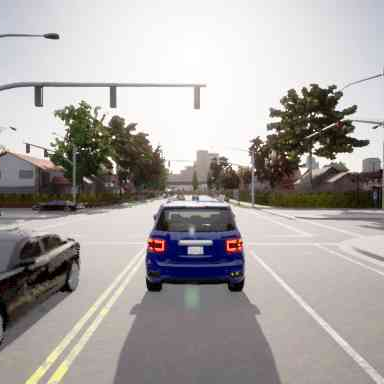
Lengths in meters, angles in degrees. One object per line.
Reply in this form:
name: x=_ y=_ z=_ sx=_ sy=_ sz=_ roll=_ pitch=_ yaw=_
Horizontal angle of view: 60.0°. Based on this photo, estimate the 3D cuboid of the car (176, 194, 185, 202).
car: x=-2.638 y=1.355 z=77.274 sx=2.097 sy=1.767 sz=4.553 roll=0 pitch=0 yaw=0

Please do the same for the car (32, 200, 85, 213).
car: x=-14.566 y=1.547 z=36.425 sx=5.357 sy=1.411 sz=2.033 roll=0 pitch=0 yaw=5

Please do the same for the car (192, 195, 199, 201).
car: x=0.932 y=1.478 z=88.078 sx=1.882 sy=1.535 sz=5.008 roll=0 pitch=0 yaw=0

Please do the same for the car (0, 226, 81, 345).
car: x=-3.606 y=1.477 z=6.070 sx=1.882 sy=1.535 sz=5.008 roll=0 pitch=0 yaw=0

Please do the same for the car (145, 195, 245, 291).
car: x=0.071 y=1.222 z=9.119 sx=2.150 sy=2.045 sz=5.566 roll=0 pitch=0 yaw=0

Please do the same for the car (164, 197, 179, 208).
car: x=-2.920 y=1.526 z=48.471 sx=1.812 sy=1.442 sz=4.674 roll=0 pitch=0 yaw=0
